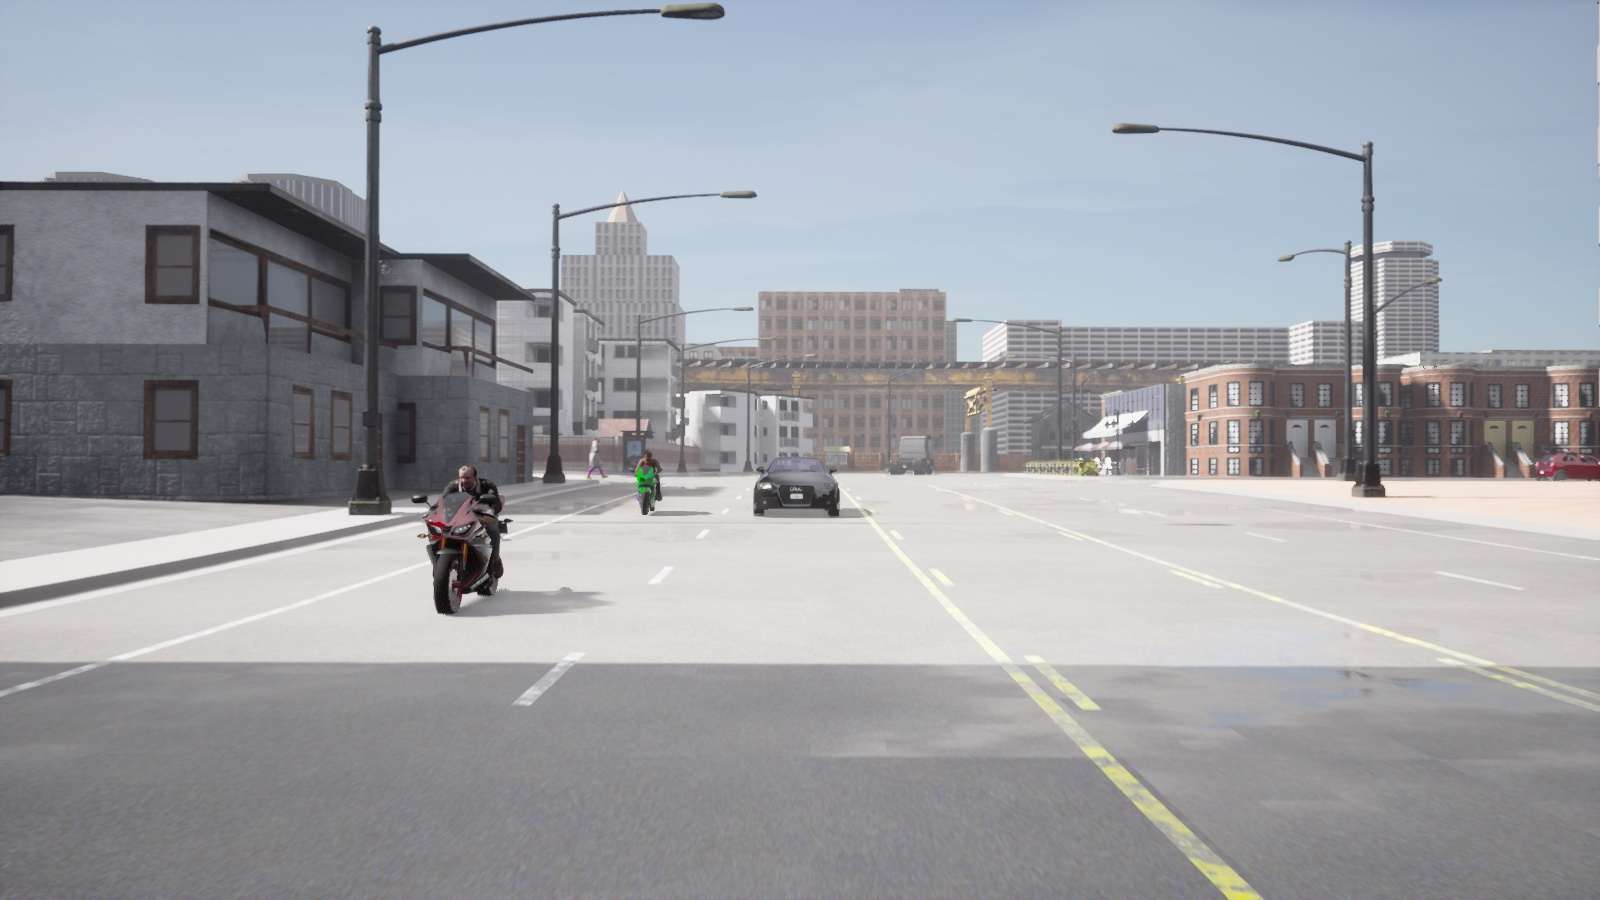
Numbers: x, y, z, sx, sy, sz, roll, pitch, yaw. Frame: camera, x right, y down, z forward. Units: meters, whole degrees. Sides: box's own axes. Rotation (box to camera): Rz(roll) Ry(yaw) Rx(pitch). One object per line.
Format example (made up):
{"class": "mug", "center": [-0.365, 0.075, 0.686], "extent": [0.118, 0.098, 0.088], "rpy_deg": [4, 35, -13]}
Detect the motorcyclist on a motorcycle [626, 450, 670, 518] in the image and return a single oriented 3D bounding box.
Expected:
{"class": "motorcyclist on a motorcycle", "center": [-3.572, 0.779, 29.687], "extent": [0.797, 1.523, 2.044], "rpy_deg": [0, 1, 0]}

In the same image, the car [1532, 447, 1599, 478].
{"class": "car", "center": [38.829, 0.605, 62.553], "extent": [3.633, 1.501, 1.845], "rpy_deg": [0, -1, 1]}

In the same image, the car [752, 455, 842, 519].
{"class": "car", "center": [-0.073, 0.841, 30.278], "extent": [1.994, 1.385, 4.181], "rpy_deg": [0, 1, 0]}

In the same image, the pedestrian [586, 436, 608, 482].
{"class": "pedestrian", "center": [-8.728, 0.385, 54.076], "extent": [0.873, 1.952, 0.659], "rpy_deg": [0, -1, -5]}

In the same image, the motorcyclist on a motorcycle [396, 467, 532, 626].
{"class": "motorcyclist on a motorcycle", "center": [-3.532, 0.963, 13.434], "extent": [0.866, 1.530, 2.191], "rpy_deg": [0, 0, 0]}
